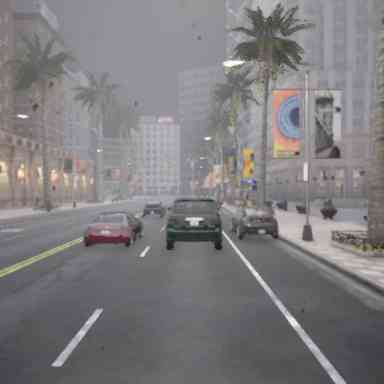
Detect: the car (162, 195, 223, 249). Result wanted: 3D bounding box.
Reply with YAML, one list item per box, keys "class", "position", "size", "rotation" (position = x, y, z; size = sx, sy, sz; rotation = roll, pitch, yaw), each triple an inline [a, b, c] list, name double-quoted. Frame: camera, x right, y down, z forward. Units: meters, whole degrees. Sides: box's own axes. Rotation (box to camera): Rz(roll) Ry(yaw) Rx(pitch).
- class: "car"
  position: [0.085, 1.216, 14.597]
  size: [2.150, 2.045, 5.566]
  rotation: [0, 0, 0]

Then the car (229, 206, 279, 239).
- class: "car"
  position: [3.069, 1.473, 17.057]
  size: [2.231, 1.521, 4.892]
  rotation: [0, 0, 0]

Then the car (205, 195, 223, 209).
- class: "car"
  position: [3.049, 1.336, 46.432]
  size: [2.185, 1.767, 4.553]
  rotation: [0, 0, 0]

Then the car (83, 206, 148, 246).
- class: "car"
  position: [-3.416, 1.560, 15.145]
  size: [1.994, 1.385, 4.181]
  rotation: [0, 0, 0]

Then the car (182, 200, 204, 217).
- class: "car"
  position: [0.066, 1.552, 31.670]
  size: [1.994, 1.385, 4.181]
  rotation: [0, 0, 0]

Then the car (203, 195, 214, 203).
- class: "car"
  position: [3.334, 1.486, 68.361]
  size: [2.161, 1.482, 4.786]
  rotation: [0, 0, 0]

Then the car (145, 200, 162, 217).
- class: "car"
  position: [-3.433, 1.495, 31.144]
  size: [1.837, 1.490, 4.892]
  rotation: [0, 0, 0]
